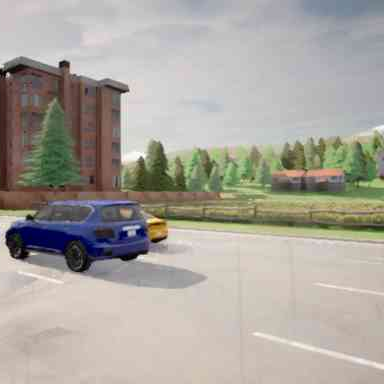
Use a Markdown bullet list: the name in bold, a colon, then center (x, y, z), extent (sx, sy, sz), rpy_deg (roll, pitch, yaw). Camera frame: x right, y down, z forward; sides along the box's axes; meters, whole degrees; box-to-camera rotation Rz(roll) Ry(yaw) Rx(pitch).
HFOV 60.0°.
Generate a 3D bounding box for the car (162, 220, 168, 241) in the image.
- **car**: center (-3.353, 1.528, 14.955), extent (5.008, 1.535, 1.882), rpy_deg (0, 0, 35)

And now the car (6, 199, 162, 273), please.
- **car**: center (-3.908, 1.266, 11.062), extent (5.566, 2.045, 2.150), rpy_deg (0, 0, 35)
